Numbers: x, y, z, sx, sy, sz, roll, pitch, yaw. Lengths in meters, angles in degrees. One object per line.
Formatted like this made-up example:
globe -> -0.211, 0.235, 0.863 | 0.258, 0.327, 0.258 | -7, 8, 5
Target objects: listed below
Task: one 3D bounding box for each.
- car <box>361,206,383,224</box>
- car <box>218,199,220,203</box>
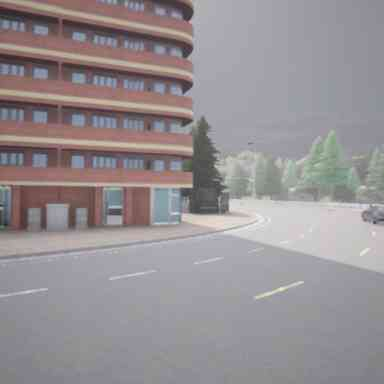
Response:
car -> 15.346, 1.840, 27.143 | 2.033, 1.411, 5.357 | 0, 0, 14
car -> 4.985, 2.048, 66.360 | 2.033, 1.411, 5.357 | 1, 0, -20
